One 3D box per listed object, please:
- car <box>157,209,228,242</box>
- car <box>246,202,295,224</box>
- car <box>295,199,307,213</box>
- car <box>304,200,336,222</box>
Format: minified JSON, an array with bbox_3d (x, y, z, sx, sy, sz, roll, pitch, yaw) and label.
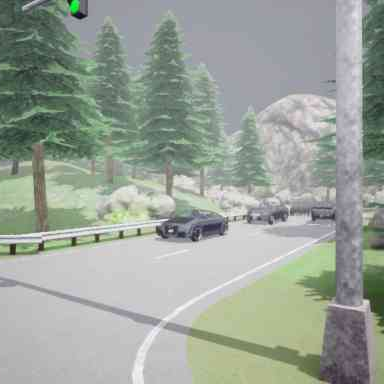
[{"bbox_3d":[0.156,1.579,16.737,1.994,1.385,4.181,0,0,34],"label":"car"},{"bbox_3d":[5.721,1.507,24.980,2.128,1.511,4.902,0,0,34],"label":"car"},{"bbox_3d":[11.220,1.520,33.591,1.837,1.490,4.892,0,0,27],"label":"car"},{"bbox_3d":[10.690,1.562,25.902,2.128,1.511,4.902,0,-1,34],"label":"car"}]
